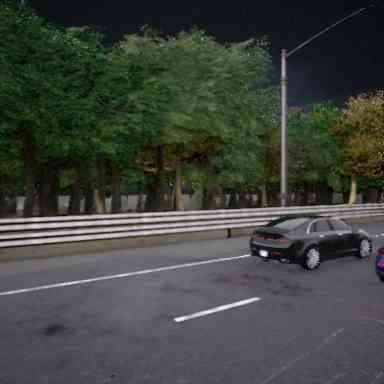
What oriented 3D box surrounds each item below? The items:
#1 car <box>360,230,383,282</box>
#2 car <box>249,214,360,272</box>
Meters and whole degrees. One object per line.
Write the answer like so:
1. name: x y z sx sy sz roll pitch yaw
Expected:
1. car: 6.346 1.527 8.278 4.674 1.442 1.812 0 0 -36
2. car: 4.018 1.506 10.923 4.892 1.490 1.837 0 0 -36
